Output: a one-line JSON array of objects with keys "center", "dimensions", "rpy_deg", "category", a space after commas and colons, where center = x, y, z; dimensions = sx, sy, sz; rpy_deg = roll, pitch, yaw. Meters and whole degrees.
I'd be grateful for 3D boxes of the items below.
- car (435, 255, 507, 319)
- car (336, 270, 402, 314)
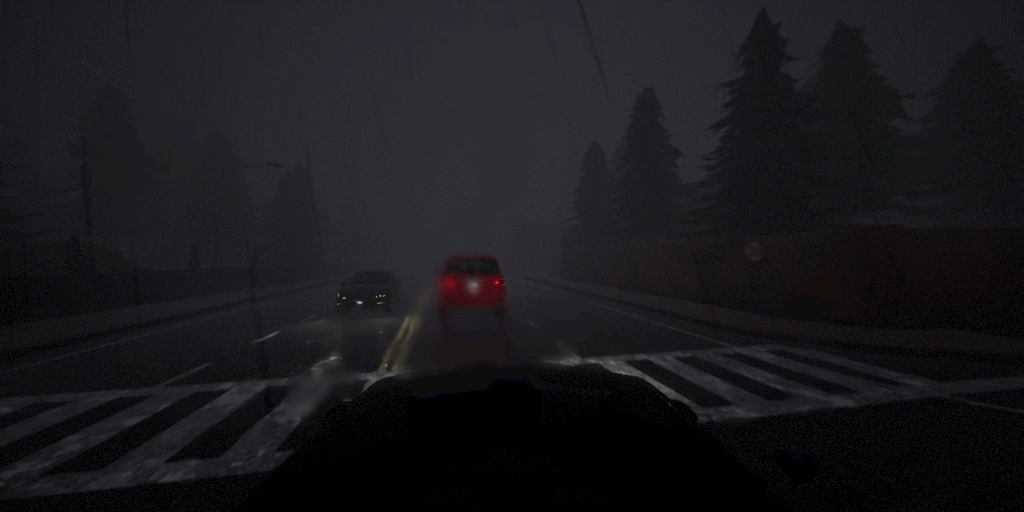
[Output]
[{"center": [-1.608, 0.992, 13.248], "dimensions": [2.150, 2.045, 5.566], "rpy_deg": [-1, 0, -11], "category": "car"}, {"center": [-5.599, 1.334, 14.520], "dimensions": [1.837, 1.490, 4.892], "rpy_deg": [-1, 0, -11], "category": "car"}]
